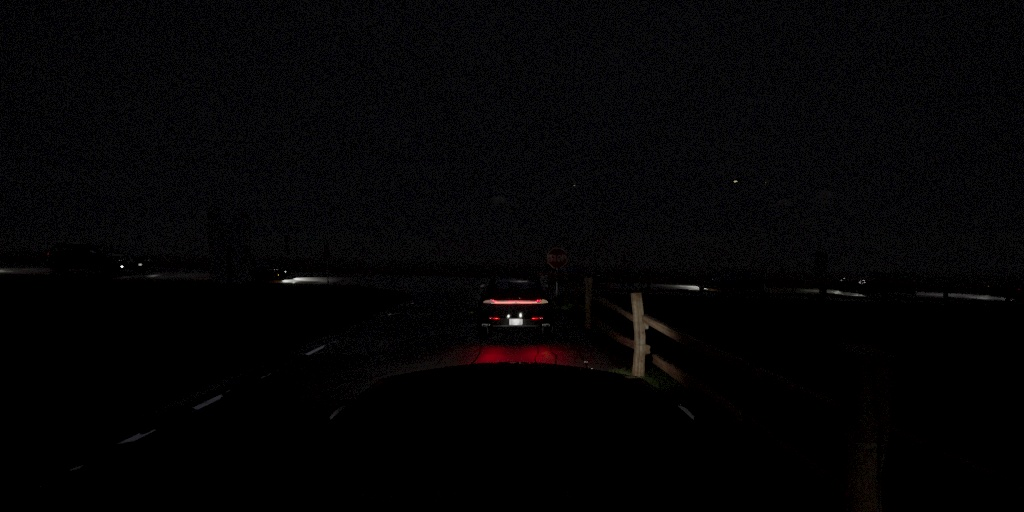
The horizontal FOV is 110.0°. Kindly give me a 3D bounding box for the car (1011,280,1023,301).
[{"bbox_3d":[37.285,2.564,24.351,4.181,1.385,1.994,2,3,0],"label":"car"}]

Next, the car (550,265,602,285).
[{"bbox_3d":[4.048,1.372,27.371,5.357,1.411,2.033,1,3,0],"label":"car"}]

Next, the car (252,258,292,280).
[{"bbox_3d":[-17.452,0.839,24.456,4.181,1.385,1.994,2,3,0],"label":"car"}]

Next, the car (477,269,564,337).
[{"bbox_3d":[0.069,1.234,10.300,2.128,1.511,4.902,0,0,0],"label":"car"}]

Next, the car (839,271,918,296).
[{"bbox_3d":[27.795,1.931,27.300,4.553,1.767,2.097,2,3,0],"label":"car"}]

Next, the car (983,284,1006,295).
[{"bbox_3d":[39.323,2.522,27.269,4.718,1.301,1.895,2,3,0],"label":"car"}]

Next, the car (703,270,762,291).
[{"bbox_3d":[16.703,1.800,27.336,4.181,1.385,1.994,2,3,0],"label":"car"}]

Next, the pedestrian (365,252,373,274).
[{"bbox_3d":[-12.114,0.527,30.401,0.375,1.860,0.375,0,1,0],"label":"pedestrian"}]

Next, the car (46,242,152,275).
[{"bbox_3d":[-28.099,0.142,24.457,5.566,2.045,2.150,2,3,0],"label":"car"}]
